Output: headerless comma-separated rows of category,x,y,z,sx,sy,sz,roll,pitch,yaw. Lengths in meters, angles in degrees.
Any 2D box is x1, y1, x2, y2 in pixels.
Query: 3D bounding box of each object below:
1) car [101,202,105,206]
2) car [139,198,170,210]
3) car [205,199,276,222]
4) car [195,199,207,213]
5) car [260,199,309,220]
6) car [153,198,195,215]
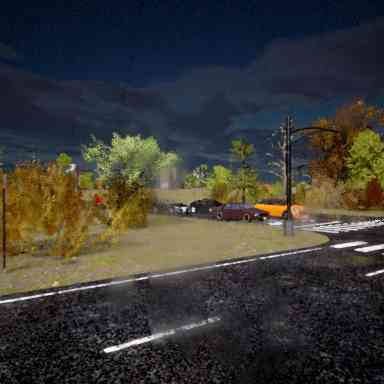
car,-14.764,1.183,55.675,2.150,2.045,5.566,0,0,-38
car,-4.897,1.498,42.969,1.812,1.442,4.674,0,0,-38
car,3.749,1.560,26.709,2.033,1.411,5.357,0,0,-38
car,1.715,1.489,34.555,1.837,1.490,4.892,0,0,-38
car,7.303,1.346,27.445,2.097,1.767,4.553,0,0,-38
car,-2.269,1.494,34.365,2.128,1.511,4.902,0,0,-38
